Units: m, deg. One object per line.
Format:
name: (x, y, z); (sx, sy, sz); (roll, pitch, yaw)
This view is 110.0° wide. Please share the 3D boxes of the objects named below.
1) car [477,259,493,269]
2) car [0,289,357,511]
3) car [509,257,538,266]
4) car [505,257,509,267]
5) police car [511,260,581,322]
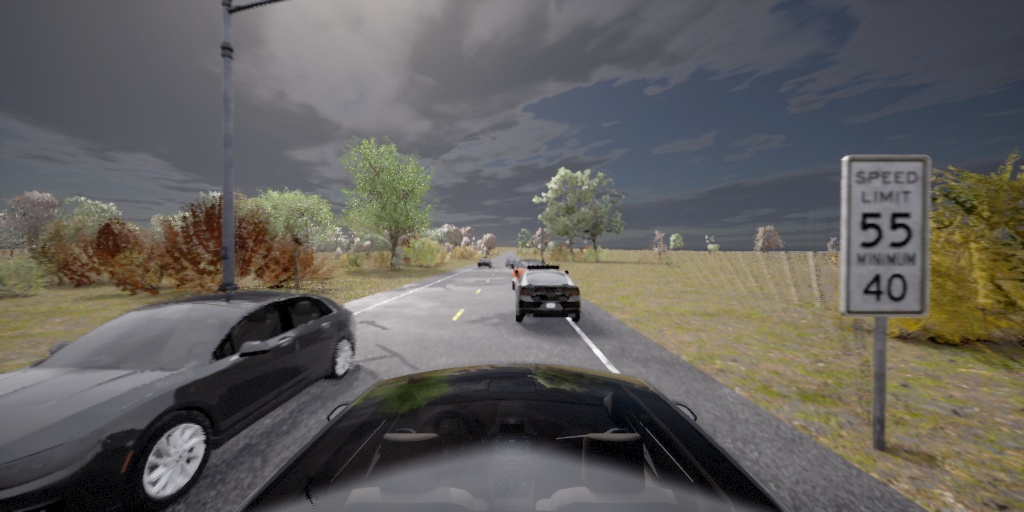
car: (-3.637, 0.991, 48.189); (1.895, 1.301, 4.718); (0, 0, 0)
car: (-3.601, 1.238, 4.360); (1.837, 1.490, 4.892); (0, 0, 0)
car: (1.021, 0.953, 22.017); (2.097, 1.767, 4.553); (0, 0, 0)
car: (-0.017, 0.899, 52.459); (2.033, 1.411, 5.357); (0, 0, 0)
police car: (1.037, 1.100, 12.157); (1.930, 1.638, 5.238); (0, 0, 0)
